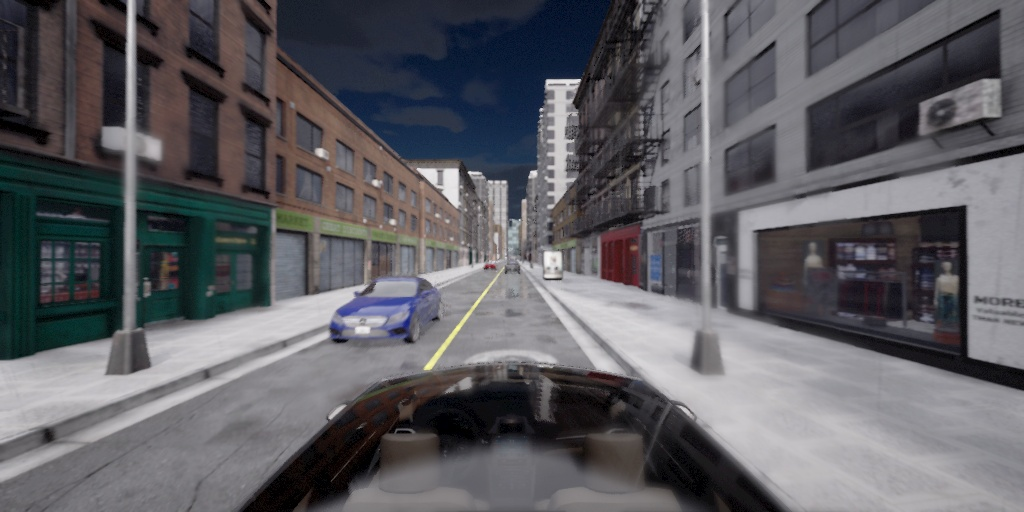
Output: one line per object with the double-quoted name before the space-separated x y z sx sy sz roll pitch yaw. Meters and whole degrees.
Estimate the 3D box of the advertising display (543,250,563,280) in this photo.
"advertising display" 3.153 0.799 27.625 1.540 2.440 0.280 0 0 0

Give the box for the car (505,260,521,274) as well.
"car" 0.088 1.293 43.258 2.128 1.511 4.902 0 0 1

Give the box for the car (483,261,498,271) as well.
"car" -3.032 1.421 51.171 1.895 1.301 4.718 0 0 0

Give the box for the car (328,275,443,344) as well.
"car" -3.095 1.280 9.751 1.812 1.442 4.674 0 0 0
